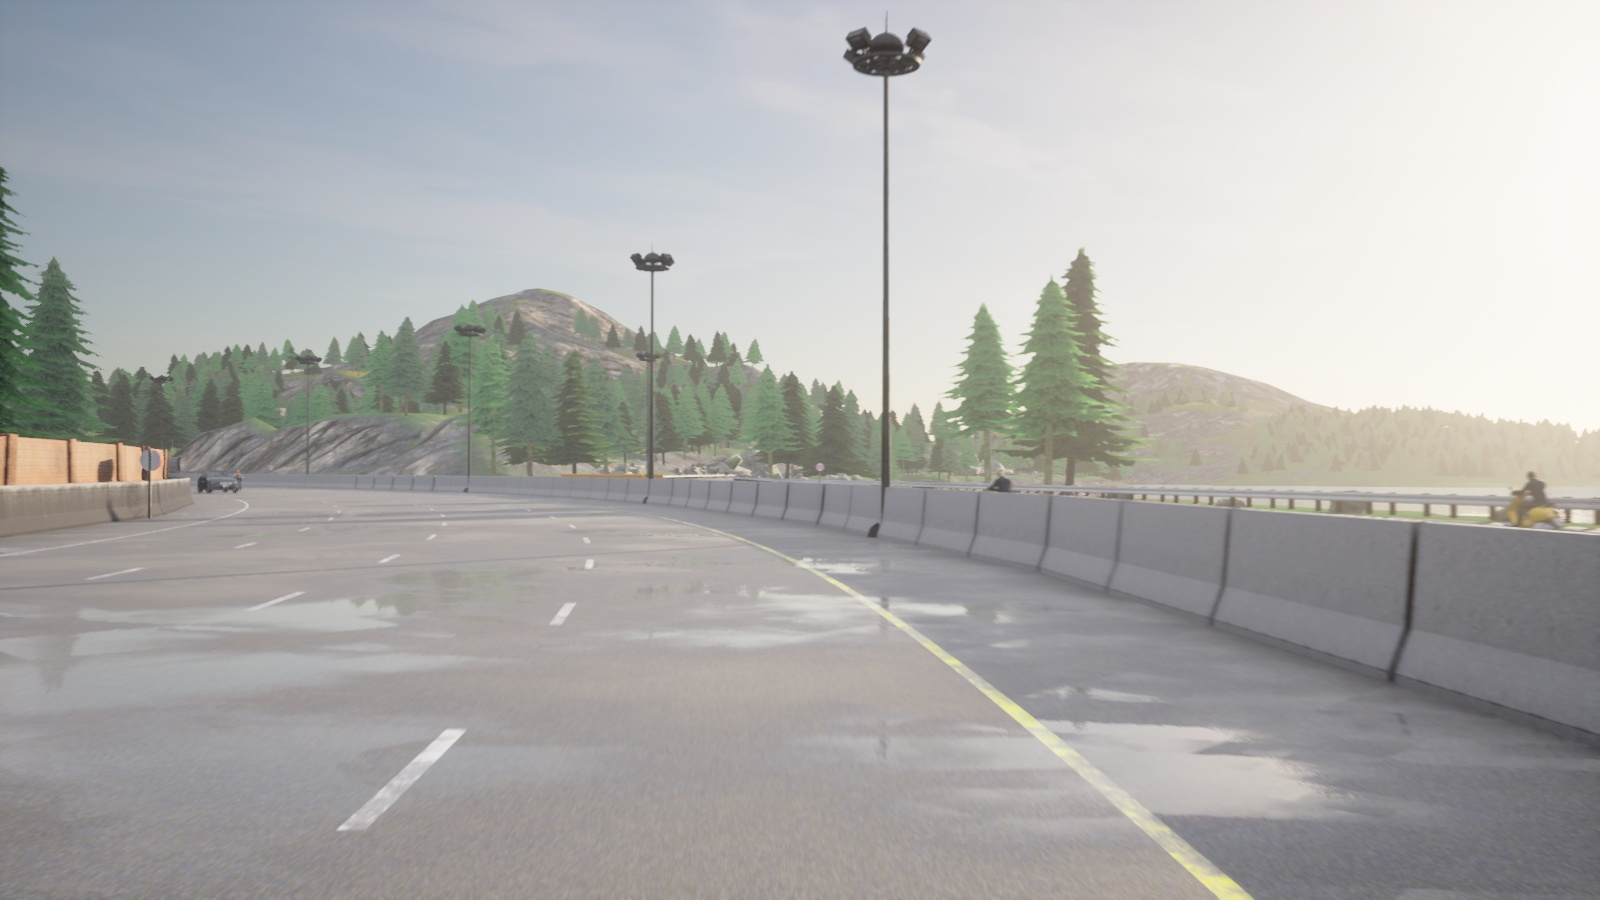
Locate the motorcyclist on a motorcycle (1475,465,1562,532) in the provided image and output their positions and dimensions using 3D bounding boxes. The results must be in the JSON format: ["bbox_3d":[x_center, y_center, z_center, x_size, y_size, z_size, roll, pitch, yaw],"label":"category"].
[{"bbox_3d":[17.795,1.175,31.159,0.866,1.590,1.817,-1,-1,-11],"label":"motorcyclist on a motorcycle"}]

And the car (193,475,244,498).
[{"bbox_3d":[-38.786,2.412,83.718,2.128,1.511,4.902,0,-1,-37],"label":"car"}]
